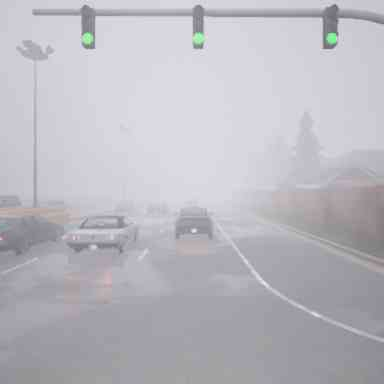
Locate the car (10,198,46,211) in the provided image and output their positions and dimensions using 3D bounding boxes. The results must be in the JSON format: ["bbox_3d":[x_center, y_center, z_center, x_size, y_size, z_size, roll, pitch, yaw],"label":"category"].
[{"bbox_3d":[-21.001,1.565,42.927,2.033,1.411,5.357,0,0,0],"label":"car"}]

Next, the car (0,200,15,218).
[{"bbox_3d":[-17.501,1.503,28.471,2.128,1.511,4.902,0,0,0],"label":"car"}]

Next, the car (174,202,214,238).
[{"bbox_3d":[0.099,1.512,17.645,1.837,1.490,4.892,0,0,0],"label":"car"}]

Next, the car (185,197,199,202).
[{"bbox_3d":[0.002,1.512,48.225,2.128,1.511,4.902,0,0,0],"label":"car"}]

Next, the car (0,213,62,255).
[{"bbox_3d":[-6.900,1.553,13.280,2.033,1.411,5.357,0,0,0],"label":"car"}]

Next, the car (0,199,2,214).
[{"bbox_3d":[-21.001,1.505,32.531,2.128,1.511,4.902,0,0,0],"label":"car"}]

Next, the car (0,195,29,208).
[{"bbox_3d":[-14.028,1.231,23.293,2.150,2.045,5.566,0,0,0],"label":"car"}]

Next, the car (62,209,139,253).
[{"bbox_3d":[-3.401,1.606,13.712,1.895,1.301,4.718,0,0,0],"label":"car"}]

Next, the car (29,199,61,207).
[{"bbox_3d":[-14.001,1.519,33.425,1.837,1.490,4.892,0,0,0],"label":"car"}]

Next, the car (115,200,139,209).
[{"bbox_3d":[-6.900,1.562,35.442,2.033,1.411,5.357,0,0,0],"label":"car"}]

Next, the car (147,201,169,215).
[{"bbox_3d":[-3.402,1.614,34.242,1.895,1.301,4.718,0,0,0],"label":"car"}]
